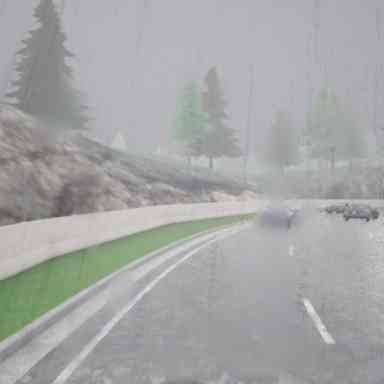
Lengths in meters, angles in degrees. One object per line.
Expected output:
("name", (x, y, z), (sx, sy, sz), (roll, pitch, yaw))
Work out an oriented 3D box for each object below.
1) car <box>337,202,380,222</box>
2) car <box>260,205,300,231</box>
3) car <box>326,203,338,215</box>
("car", (14.197, 1.677, 27.733), (2.033, 1.411, 5.357), (0, 0, 40))
("car", (5.674, 1.581, 21.389), (1.812, 1.442, 4.674), (0, 0, 27))
("car", (15.882, 1.747, 34.745), (4.718, 1.301, 1.895), (1, 0, -43))
